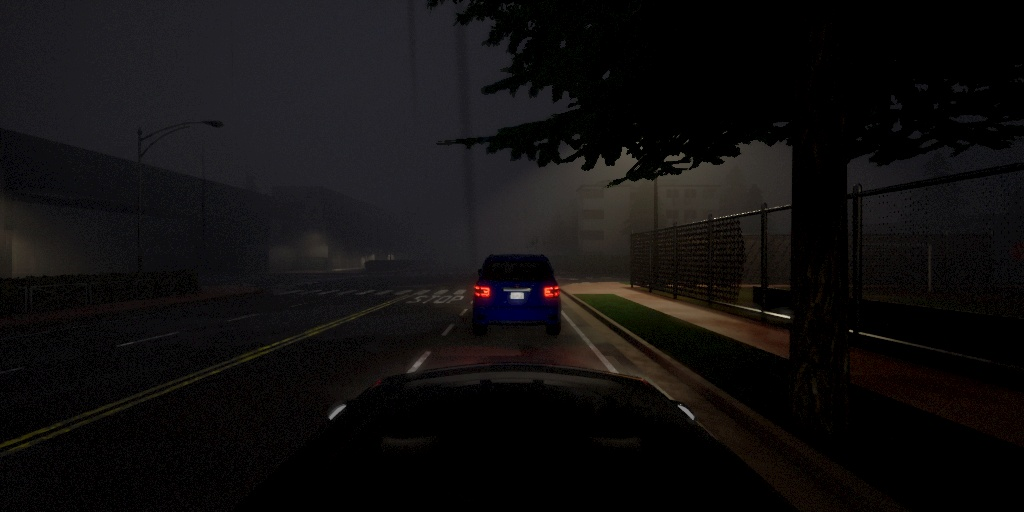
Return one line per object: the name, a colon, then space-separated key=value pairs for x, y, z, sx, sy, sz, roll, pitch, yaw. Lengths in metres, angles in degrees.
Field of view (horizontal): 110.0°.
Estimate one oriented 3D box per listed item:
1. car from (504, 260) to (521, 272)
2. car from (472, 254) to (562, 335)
car: x=0.068 y=1.242 z=46.452 sx=2.128 sy=1.511 sz=4.902 roll=0 pitch=0 yaw=-1
car: x=0.125 y=0.972 z=10.609 sx=2.150 sy=2.045 sz=5.566 roll=0 pitch=0 yaw=0
